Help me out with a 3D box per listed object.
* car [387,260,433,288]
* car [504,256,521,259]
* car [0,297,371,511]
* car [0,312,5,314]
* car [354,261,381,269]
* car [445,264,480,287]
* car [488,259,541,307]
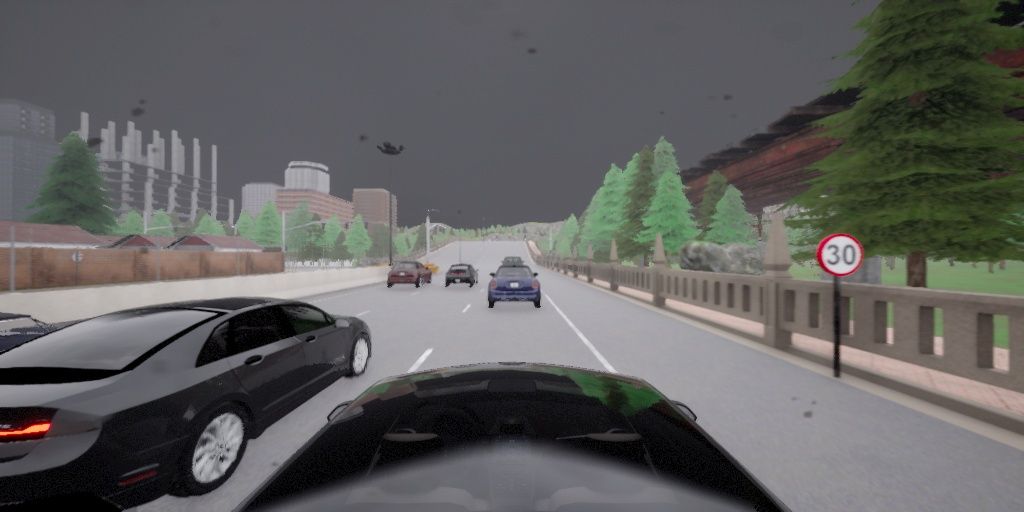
[{"bbox_3d":[-6.912,1.156,24.711,2.097,1.767,4.553,0,0,0],"label":"car"},{"bbox_3d":[0.082,1.047,35.706,2.150,2.045,5.566,0,0,0],"label":"car"},{"bbox_3d":[-3.409,1.262,4.467,1.837,1.490,4.892,0,0,0],"label":"car"},{"bbox_3d":[-6.899,1.359,4.503,1.895,1.301,4.718,0,0,0],"label":"car"},{"bbox_3d":[-17.532,1.342,43.715,2.128,1.511,4.902,0,0,0],"label":"car"},{"bbox_3d":[-3.412,1.308,24.958,1.837,1.490,4.892,0,0,0],"label":"car"},{"bbox_3d":[0.093,1.134,15.780,2.097,1.767,4.553,0,0,0],"label":"car"}]
